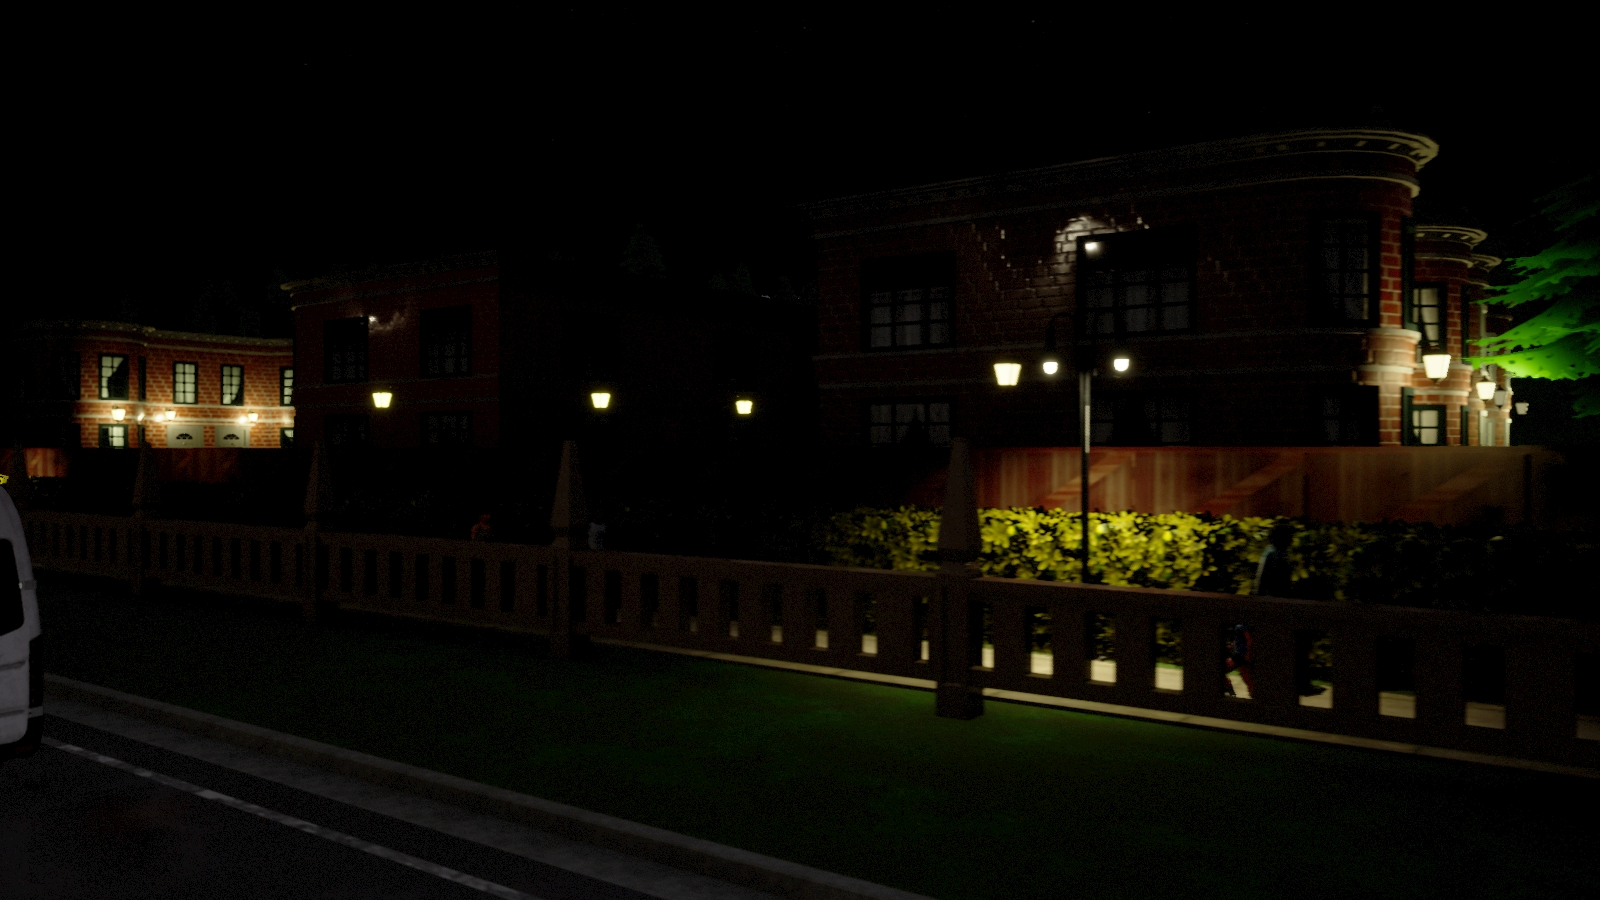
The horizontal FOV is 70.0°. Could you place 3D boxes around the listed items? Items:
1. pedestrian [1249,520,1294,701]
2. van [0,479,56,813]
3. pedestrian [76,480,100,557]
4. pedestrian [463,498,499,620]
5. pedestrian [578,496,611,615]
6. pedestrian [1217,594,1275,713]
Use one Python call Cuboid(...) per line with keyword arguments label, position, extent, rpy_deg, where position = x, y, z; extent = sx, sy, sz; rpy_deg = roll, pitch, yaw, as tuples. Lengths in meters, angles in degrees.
Cuboid(label="pedestrian", position=(5.037, 1.693, 12.199), extent=(0.375, 1.860, 0.375), rpy_deg=(0, 0, 34))
Cuboid(label="van", position=(-8.965, 1.528, 10.058), extent=(5.915, 2.561, 1.988), rpy_deg=(0, 0, 35))
Cuboid(label="pedestrian", position=(-17.525, 1.683, 28.116), extent=(0.375, 1.860, 0.375), rpy_deg=(0, 0, 36))
Cuboid(label="pedestrian", position=(-4.979, 1.689, 17.836), extent=(0.375, 1.860, 0.375), rpy_deg=(0, 0, 35))
Cuboid(label="pedestrian", position=(-3.308, 1.690, 18.413), extent=(0.375, 1.860, 0.375), rpy_deg=(0, 0, 37))
Cuboid(label="pedestrian", position=(4.579, 2.075, 11.727), extent=(0.500, 1.100, 0.500), rpy_deg=(0, 0, 28))
